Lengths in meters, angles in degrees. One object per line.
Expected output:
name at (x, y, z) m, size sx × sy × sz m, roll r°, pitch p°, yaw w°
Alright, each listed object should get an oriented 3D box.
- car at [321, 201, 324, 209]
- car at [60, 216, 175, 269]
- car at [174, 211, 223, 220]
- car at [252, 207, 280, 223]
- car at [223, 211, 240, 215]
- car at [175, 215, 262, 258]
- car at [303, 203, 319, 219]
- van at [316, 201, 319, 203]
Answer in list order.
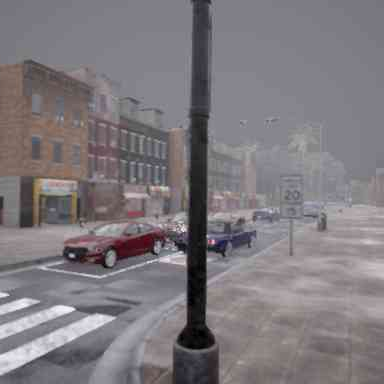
car at (28.462, 3.226, 75.887) m, size 2.008 × 1.369 × 4.403 m, roll 0°, pitch -1°, yaw 26°
car at (-2.630, 1.717, 12.039) m, size 1.887 × 1.381 × 4.507 m, roll 0°, pitch -1°, yaw 26°
car at (-0.240, 1.723, 16.952) m, size 1.967 × 1.590 × 4.097 m, roll 0°, pitch -1°, yaw 26°
car at (7.222, 2.158, 32.532) m, size 1.812 × 1.442 × 4.674 m, roll 0°, pitch -1°, yaw 26°
car at (2.151, 1.938, 21.863) m, size 1.887 × 1.381 × 4.507 m, roll 0°, pitch -1°, yaw 26°
car at (1.222, 1.860, 14.114) m, size 1.895 × 1.301 × 4.718 m, roll 0°, pitch -1°, yaw 28°
car at (13.932, 2.408, 39.896) m, size 1.994 × 1.385 × 4.181 m, roll 0°, pitch -1°, yaw 26°
van at (23.681, 2.775, 66.068) m, size 1.690 × 1.788 × 3.998 m, roll 0°, pitch -1°, yaw 26°
